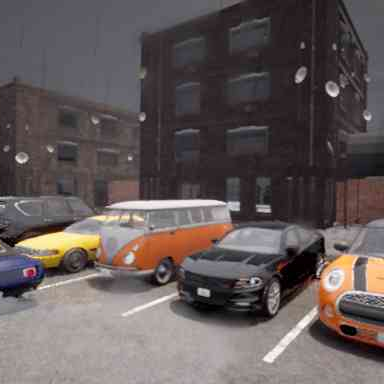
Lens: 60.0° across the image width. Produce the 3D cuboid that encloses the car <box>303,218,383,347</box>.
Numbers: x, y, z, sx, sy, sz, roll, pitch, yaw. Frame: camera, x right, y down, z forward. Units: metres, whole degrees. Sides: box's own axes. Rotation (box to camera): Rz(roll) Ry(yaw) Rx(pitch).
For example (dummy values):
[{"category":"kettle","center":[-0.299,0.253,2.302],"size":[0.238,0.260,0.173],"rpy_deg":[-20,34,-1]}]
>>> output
[{"category":"car","center":[3.914,1.352,6.201],"size":[2.185,1.767,4.553],"rpy_deg":[0,0,36]}]

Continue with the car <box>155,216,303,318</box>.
[{"category":"car","center":[1.655,1.463,7.782],"size":[2.097,1.535,5.008],"rpy_deg":[0,0,36]}]

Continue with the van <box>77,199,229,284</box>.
[{"category":"van","center":[-0.660,1.224,9.285],"size":[1.878,1.987,4.442],"rpy_deg":[0,0,36]}]

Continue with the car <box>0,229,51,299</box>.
[{"category":"car","center":[-5.293,1.558,7.159],"size":[4.718,1.301,1.895],"rpy_deg":[0,0,36]}]

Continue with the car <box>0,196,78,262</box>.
[{"category":"car","center":[-5.063,1.171,12.607],"size":[2.435,2.045,5.566],"rpy_deg":[0,0,36]}]
